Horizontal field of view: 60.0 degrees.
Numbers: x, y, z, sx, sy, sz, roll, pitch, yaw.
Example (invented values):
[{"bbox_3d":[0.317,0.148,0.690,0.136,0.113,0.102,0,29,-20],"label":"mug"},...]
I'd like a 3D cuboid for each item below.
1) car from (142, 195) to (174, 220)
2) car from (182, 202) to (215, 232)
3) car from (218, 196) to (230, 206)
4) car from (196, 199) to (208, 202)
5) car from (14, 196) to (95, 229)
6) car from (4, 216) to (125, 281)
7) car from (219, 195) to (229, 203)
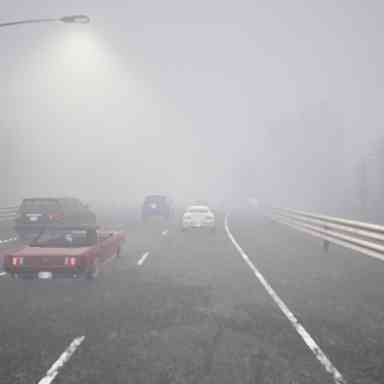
[{"bbox_3d":[-2.834,1.249,28.346,2.150,2.045,5.566,0,0,2],"label":"car"},{"bbox_3d":[0.407,1.546,20.122,1.812,1.442,4.674,0,0,2],"label":"car"},{"bbox_3d":[5.627,1.610,57.648,1.812,1.442,4.674,0,0,5],"label":"car"},{"bbox_3d":[1.177,1.594,39.692,2.033,1.411,5.357,0,0,3],"label":"car"},{"bbox_3d":[-6.683,1.232,16.848,2.150,2.045,5.566,0,0,1],"label":"car"},{"bbox_3d":[-3.311,1.607,9.801,1.895,1.301,4.718,0,0,1],"label":"car"},{"bbox_3d":[6.633,1.483,69.046,2.128,1.511,4.902,0,0,5],"label":"car"}]
